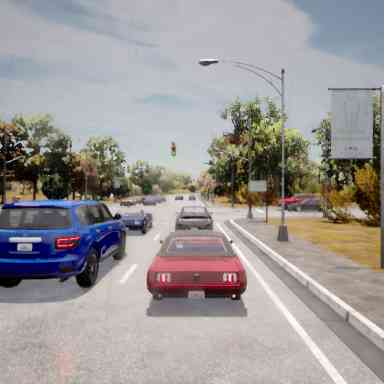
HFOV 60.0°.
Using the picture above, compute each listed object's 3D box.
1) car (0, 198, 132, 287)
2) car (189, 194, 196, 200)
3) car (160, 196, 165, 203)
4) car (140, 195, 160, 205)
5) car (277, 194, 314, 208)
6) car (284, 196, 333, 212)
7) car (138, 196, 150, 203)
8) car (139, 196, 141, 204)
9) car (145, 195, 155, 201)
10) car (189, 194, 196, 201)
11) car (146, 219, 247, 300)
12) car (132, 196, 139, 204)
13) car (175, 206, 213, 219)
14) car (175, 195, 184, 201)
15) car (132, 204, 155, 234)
[{"bbox_3d":[-3.398,1.221,9.482,2.150,2.045,5.566,0,0,0],"label":"car"},{"bbox_3d":[0.063,1.353,95.482,1.882,1.535,5.008,0,0,0],"label":"car"},{"bbox_3d":[-6.989,1.472,65.443,1.882,1.535,5.008,0,0,1],"label":"car"},{"bbox_3d":[-7.045,1.521,56.114,1.812,1.442,4.674,0,0,0],"label":"car"},{"bbox_3d":[13.470,1.218,41.348,5.566,2.045,2.150,0,0,4],"label":"car"},{"bbox_3d":[13.421,1.502,37.831,4.892,1.490,1.837,0,0,3],"label":"car"},{"bbox_3d":[-10.452,1.547,72.508,1.994,1.385,4.181,0,0,0],"label":"car"},{"bbox_3d":[-10.504,1.521,63.784,1.812,1.442,4.674,0,0,1],"label":"car"},{"bbox_3d":[-10.446,1.517,82.536,1.812,1.442,4.674,0,0,0],"label":"car"},{"bbox_3d":[0.056,1.526,85.063,2.033,1.411,5.357,0,0,0],"label":"car"},{"bbox_3d":[0.108,1.600,8.325,1.895,1.301,4.718,0,0,1],"label":"car"},{"bbox_3d":[-10.551,1.596,54.749,1.895,1.301,4.718,0,0,0],"label":"car"},{"bbox_3d":[0.112,1.490,17.596,2.128,1.511,4.902,0,0,0],"label":"car"},{"bbox_3d":[-3.442,1.518,87.447,2.128,1.511,4.902,0,0,0],"label":"car"},{"bbox_3d":[-3.387,1.599,19.236,1.895,1.301,4.718,0,0,0],"label":"car"}]
